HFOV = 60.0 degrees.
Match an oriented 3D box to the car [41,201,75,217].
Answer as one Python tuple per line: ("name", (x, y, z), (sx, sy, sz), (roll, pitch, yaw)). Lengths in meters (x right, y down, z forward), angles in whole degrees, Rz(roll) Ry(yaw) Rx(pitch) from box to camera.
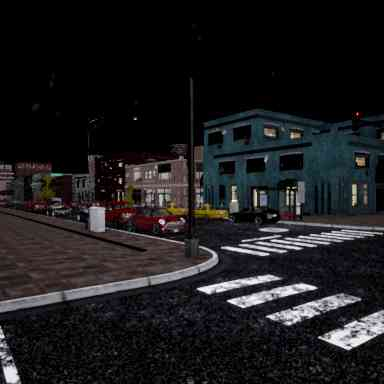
("car", (-15.535, 2.053, 38.460), (2.008, 1.369, 4.403), (-1, 0, -36))

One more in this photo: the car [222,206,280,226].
("car", (4.643, 1.725, 25.219), (1.947, 1.339, 4.313), (-1, 0, -36))

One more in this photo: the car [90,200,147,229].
("car", (-5.454, 1.616, 24.824), (2.192, 1.841, 5.009), (-1, 0, -36))

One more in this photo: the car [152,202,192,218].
("car", (-2.184, 1.821, 34.446), (1.752, 1.417, 4.829), (-1, 0, -36))

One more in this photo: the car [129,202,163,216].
("car", (-5.445, 1.911, 38.855), (2.008, 1.369, 4.403), (-1, 0, -36))

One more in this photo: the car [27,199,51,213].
("car", (-22.264, 1.952, 47.551), (2.192, 1.841, 5.009), (-1, 0, -36))

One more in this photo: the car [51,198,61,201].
("car", (-25.297, 2.265, 61.343), (1.812, 1.442, 4.674), (-1, 0, -35))

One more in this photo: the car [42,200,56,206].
("car", (-32.340, 2.445, 75.219), (1.887, 1.381, 4.507), (-1, 0, -36))

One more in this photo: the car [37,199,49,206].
("car", (-35.803, 2.495, 79.901), (1.752, 1.417, 4.829), (-1, 0, -36))

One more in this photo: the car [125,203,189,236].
("car", (-2.089, 1.674, 20.279), (1.967, 1.590, 4.097), (-1, 0, -36))

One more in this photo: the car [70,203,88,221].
("car", (-8.811, 1.919, 29.370), (2.008, 1.369, 4.403), (-1, 0, -36))

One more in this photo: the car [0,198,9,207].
("car", (-42.470, 2.358, 74.798), (2.192, 1.841, 5.009), (-1, 0, -36))

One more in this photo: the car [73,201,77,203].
("car", (-22.254, 2.279, 61.582), (1.802, 1.307, 4.206), (-1, 0, -36))

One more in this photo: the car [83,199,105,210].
("car", (-15.533, 2.003, 52.491), (1.967, 1.590, 4.097), (-1, 0, -36))

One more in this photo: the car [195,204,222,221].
("car", (1.178, 1.753, 29.901), (1.752, 1.417, 4.829), (-1, 0, -36))

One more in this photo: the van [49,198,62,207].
("van", (-28.983, 2.174, 70.673), (1.690, 1.788, 3.998), (-1, 0, -36))
